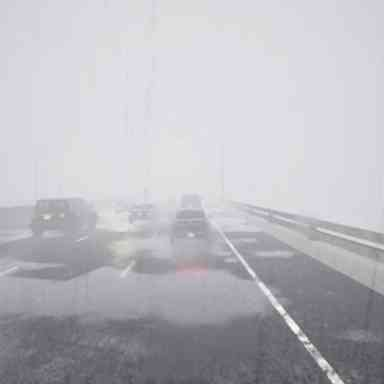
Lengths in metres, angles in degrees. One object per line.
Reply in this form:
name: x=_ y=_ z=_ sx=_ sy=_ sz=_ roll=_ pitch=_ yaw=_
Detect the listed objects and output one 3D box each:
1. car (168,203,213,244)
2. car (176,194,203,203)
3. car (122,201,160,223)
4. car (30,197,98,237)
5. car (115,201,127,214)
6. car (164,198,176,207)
car: x=-0.072 y=1.484 z=15.735 sx=1.837 sy=1.490 sz=4.892 roll=-1 pitch=0 yaw=0
car: x=-0.087 y=1.193 z=33.610 sx=2.150 sy=2.045 sz=5.566 roll=-1 pitch=0 yaw=1
car: x=-3.589 y=1.574 z=25.548 sx=2.033 sy=1.411 sz=5.357 roll=-1 pitch=0 yaw=0
car: x=-7.079 y=1.309 z=18.906 sx=2.150 sy=2.045 sz=5.566 roll=-1 pitch=0 yaw=0
car: x=-7.039 y=1.678 z=36.495 sx=1.895 sy=1.301 sz=4.718 roll=-1 pitch=0 yaw=0
car: x=-3.339 y=1.587 z=53.373 sx=1.994 sy=1.385 sz=4.181 roll=-1 pitch=0 yaw=1
